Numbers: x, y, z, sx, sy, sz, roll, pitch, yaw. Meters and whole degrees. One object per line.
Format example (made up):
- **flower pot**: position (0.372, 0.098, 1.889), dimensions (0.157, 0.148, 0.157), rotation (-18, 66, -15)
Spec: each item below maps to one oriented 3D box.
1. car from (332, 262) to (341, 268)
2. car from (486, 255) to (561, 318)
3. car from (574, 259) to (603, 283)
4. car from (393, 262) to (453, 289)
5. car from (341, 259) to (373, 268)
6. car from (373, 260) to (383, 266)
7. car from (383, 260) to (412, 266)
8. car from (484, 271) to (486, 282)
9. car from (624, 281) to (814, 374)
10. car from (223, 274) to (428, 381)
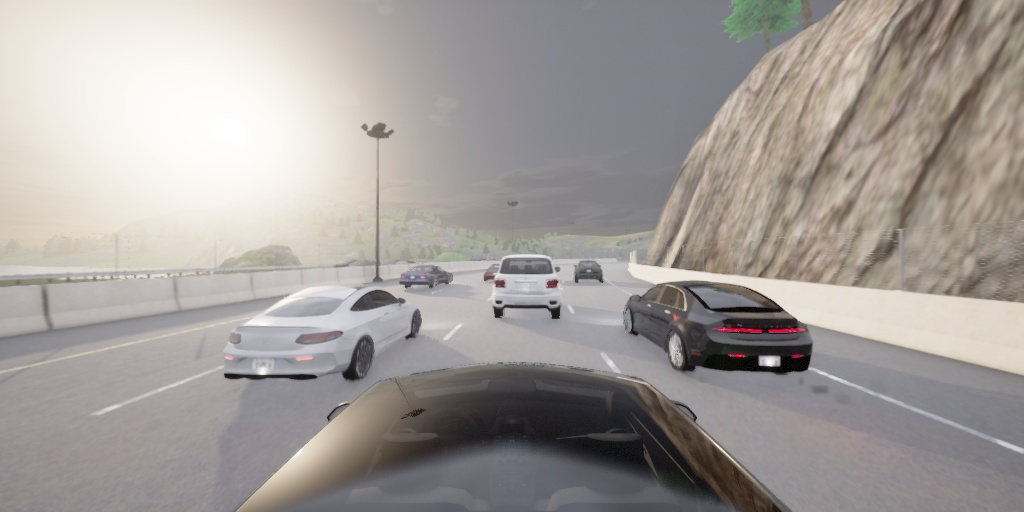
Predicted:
- **car**: position (-22.073, 1.186, 48.660), dimensions (1.882, 1.535, 5.008), rotation (0, 0, 15)
- **car**: position (0.597, 0.975, 13.161), dimensions (2.150, 2.045, 5.566), rotation (0, 0, 4)
- **car**: position (6.060, 1.122, 28.735), dimensions (2.097, 1.767, 4.553), rotation (0, 0, 9)
- **car**: position (-5.427, 1.289, 23.218), dimensions (2.033, 1.411, 5.357), rotation (0, 0, 7)
- **car**: position (-19.059, 1.208, 46.245), dimensions (2.128, 1.511, 4.902), rotation (0, 0, 14)
- **car**: position (-15.393, 1.230, 46.525), dimensions (1.837, 1.490, 4.892), rotation (0, 0, 14)
- **car**: position (-12.803, 1.254, 42.350), dimensions (1.812, 1.442, 4.674), rotation (0, 0, 13)
- **car**: position (-0.961, 1.317, 29.173), dimensions (1.994, 1.385, 4.181), rotation (0, 0, 9)
- **car**: position (3.799, 1.265, 7.578), dimensions (1.837, 1.490, 4.892), rotation (0, 0, 2)
- **car**: position (-3.234, 1.269, 7.060), dimensions (1.812, 1.442, 4.674), rotation (0, 0, 2)
